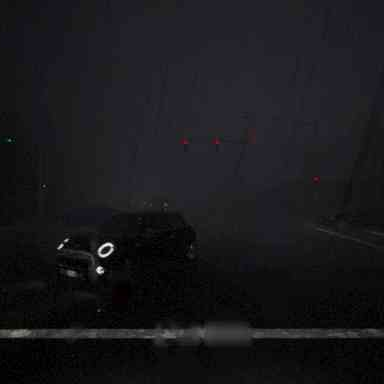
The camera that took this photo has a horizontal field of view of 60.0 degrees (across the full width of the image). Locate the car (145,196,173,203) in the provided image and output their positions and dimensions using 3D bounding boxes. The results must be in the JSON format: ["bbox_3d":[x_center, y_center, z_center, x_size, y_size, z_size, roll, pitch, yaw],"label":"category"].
[{"bbox_3d":[-3.558,1.352,37.033,2.097,1.767,4.553,0,0,0],"label":"car"}]

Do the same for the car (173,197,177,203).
[{"bbox_3d":[-3.556,1.564,45.603,1.994,1.385,4.181,0,0,0],"label":"car"}]

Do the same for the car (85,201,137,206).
[{"bbox_3d":[-6.320,1.511,20.989,5.008,1.535,1.882,0,0,0],"label":"car"}]

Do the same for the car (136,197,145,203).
[{"bbox_3d":[-7.059,1.477,42.234,1.882,1.535,5.008,0,0,0],"label":"car"}]

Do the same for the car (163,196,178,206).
[{"bbox_3d":[-3.534,1.491,55.661,2.128,1.511,4.902,0,0,0],"label":"car"}]

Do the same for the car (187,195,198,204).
[{"bbox_3d":[0.052,1.505,63.812,1.837,1.490,4.892,0,0,0],"label":"car"}]

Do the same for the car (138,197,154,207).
[{"bbox_3d":[-7.048,1.505,51.720,1.837,1.490,4.892,0,0,0],"label":"car"}]

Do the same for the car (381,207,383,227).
[{"bbox_3d":[13.078,1.533,17.440,5.008,1.535,1.882,0,0,-2],"label":"car"}]

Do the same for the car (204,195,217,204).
[{"bbox_3d":[3.552,1.352,63.779,2.097,1.767,4.553,0,0,0],"label":"car"}]

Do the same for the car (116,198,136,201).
[{"bbox_3d":[-7.067,1.526,32.940,1.812,1.442,4.674,0,0,0],"label":"car"}]

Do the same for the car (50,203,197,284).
[{"bbox_3d":[-1.736,1.376,9.929,2.097,1.767,4.553,0,0,32],"label":"car"}]

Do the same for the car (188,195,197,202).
[{"bbox_3d":[0.061,1.413,73.921,1.994,1.385,4.181,0,0,0],"label":"car"}]

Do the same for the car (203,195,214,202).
[{"bbox_3d":[3.561,1.386,73.918,2.128,1.511,4.902,0,0,0],"label":"car"}]

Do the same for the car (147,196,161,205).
[{"bbox_3d":[-7.012,1.491,62.128,2.128,1.511,4.902,0,0,0],"label":"car"}]

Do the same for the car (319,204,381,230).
[{"bbox_3d":[10.642,1.529,21.011,5.008,1.535,1.882,0,0,0],"label":"car"}]
